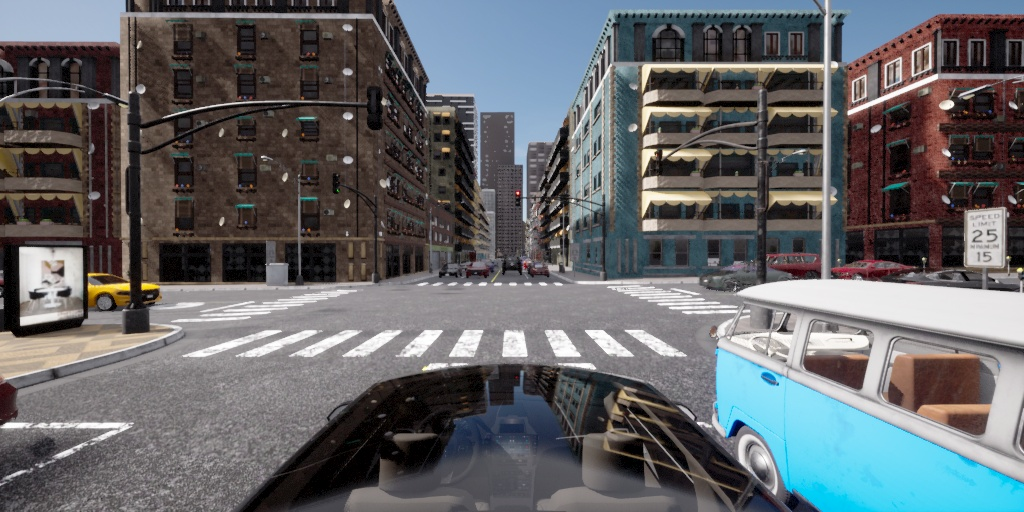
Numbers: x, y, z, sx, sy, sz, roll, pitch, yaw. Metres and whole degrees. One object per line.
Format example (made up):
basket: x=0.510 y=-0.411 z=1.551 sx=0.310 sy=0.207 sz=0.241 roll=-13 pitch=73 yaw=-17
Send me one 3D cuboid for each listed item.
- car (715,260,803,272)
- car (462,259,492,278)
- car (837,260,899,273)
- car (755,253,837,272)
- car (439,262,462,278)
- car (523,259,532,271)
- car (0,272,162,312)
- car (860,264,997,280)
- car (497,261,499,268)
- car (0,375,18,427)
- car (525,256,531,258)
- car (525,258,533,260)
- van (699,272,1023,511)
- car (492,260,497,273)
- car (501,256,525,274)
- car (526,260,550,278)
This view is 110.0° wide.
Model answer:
car: x=12.202 y=1.101 z=18.799 sx=4.181 sy=1.385 sz=1.994 roll=-1 pitch=0 yaw=2
car: x=-3.177 y=1.230 z=33.857 sx=1.882 sy=1.535 sz=5.008 roll=0 pitch=0 yaw=0
car: x=21.295 y=0.930 z=21.403 sx=4.507 sy=1.381 sz=1.888 roll=0 pitch=0 yaw=-1
car: x=15.725 y=0.781 z=21.349 sx=5.009 sy=1.841 sz=2.192 roll=0 pitch=0 yaw=-1
car: x=-5.770 y=1.319 z=34.150 sx=1.948 sy=1.339 sz=4.313 roll=0 pitch=0 yaw=0
car: x=2.598 y=1.320 z=39.681 sx=1.948 sy=1.339 sz=4.313 roll=0 pitch=0 yaw=0
car: x=-17.910 y=1.478 z=15.230 sx=5.008 sy=1.535 sz=1.882 roll=-1 pitch=0 yaw=-1
car: x=15.766 y=1.097 z=12.969 sx=4.313 sy=1.339 sz=1.948 roll=0 pitch=0 yaw=-1
car: x=-3.211 y=1.328 z=58.631 sx=1.994 sy=1.385 sz=4.181 roll=0 pitch=0 yaw=0
car: x=-5.692 y=1.332 z=1.745 sx=1.802 sy=1.307 sz=4.207 roll=0 pitch=0 yaw=0
car: x=2.998 y=1.226 z=64.917 sx=1.801 sy=1.575 sz=5.366 roll=0 pitch=0 yaw=0
car: x=2.571 y=1.305 z=50.728 sx=1.888 sy=1.381 sz=4.507 roll=0 pitch=0 yaw=0
van: x=2.689 y=1.091 z=1.764 sx=1.690 sy=1.789 sz=3.998 roll=0 pitch=0 yaw=0
car: x=-3.196 y=1.108 z=43.037 sx=2.097 sy=1.767 sz=4.553 roll=0 pitch=0 yaw=0
car: x=0.008 y=0.976 z=40.390 sx=2.150 sy=2.045 sz=5.566 roll=0 pitch=0 yaw=0
car: x=2.611 y=1.335 z=34.158 sx=1.802 sy=1.307 sz=4.207 roll=0 pitch=0 yaw=0
